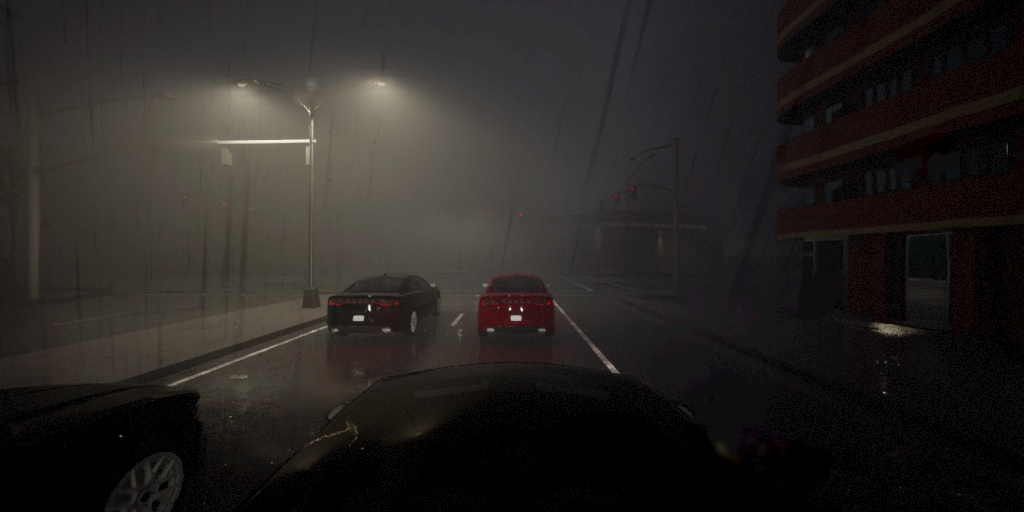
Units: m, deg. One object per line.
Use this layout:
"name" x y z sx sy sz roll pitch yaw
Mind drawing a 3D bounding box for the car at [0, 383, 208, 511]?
"car" -3.409 1.228 0.838 1.882 1.535 5.008 0 0 0

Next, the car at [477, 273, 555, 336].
"car" 0.121 1.228 10.421 1.882 1.535 5.008 0 0 1

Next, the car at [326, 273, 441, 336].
"car" -3.384 1.228 10.411 1.882 1.535 5.008 0 0 0
